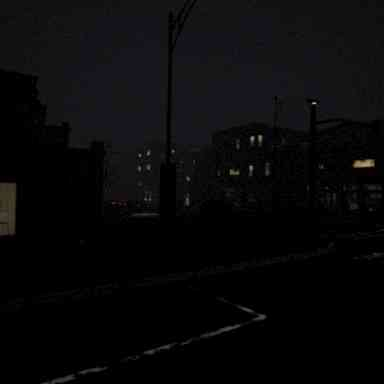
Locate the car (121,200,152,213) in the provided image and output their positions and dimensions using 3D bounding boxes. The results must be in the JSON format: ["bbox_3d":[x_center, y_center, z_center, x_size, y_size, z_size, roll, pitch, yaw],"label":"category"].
[{"bbox_3d":[-7.145,1.827,44.051,2.097,1.767,4.553,2,-1,-35],"label":"car"}]

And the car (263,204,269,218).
[{"bbox_3d":[6.332,1.894,34.753,1.967,1.590,4.097,1,-1,-35],"label":"car"}]

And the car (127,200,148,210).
[{"bbox_3d":[-9.488,2.162,57.540,1.967,1.590,4.097,1,-1,-35],"label":"car"}]

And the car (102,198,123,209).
[{"bbox_3d":[-14.289,2.059,59.748,2.097,1.767,4.553,2,-1,-35],"label":"car"}]

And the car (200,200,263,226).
[{"bbox_3d":[2.614,1.531,25.419,2.192,1.841,5.009,1,-1,-35],"label":"car"}]

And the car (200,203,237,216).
[{"bbox_3d":[3.070,2.034,39.449,1.752,1.417,4.829,1,-1,-35],"label":"car"}]

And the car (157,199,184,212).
[{"bbox_3d":[-3.160,1.930,48.427,2.192,1.841,5.009,1,-1,-35],"label":"car"}]

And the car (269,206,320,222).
[{"bbox_3d":[9.495,1.966,30.193,1.947,1.339,4.313,1,-1,-35],"label":"car"}]

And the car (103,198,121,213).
[{"bbox_3d":[-10.042,1.871,43.647,1.967,1.590,4.097,1,-1,-35],"label":"car"}]

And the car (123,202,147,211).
[{"bbox_3d":[-8.911,2.218,52.087,1.895,1.301,4.718,2,-1,-34],"label":"car"}]

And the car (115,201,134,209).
[{"bbox_3d":[-12.653,2.357,62.096,1.802,1.307,4.206,1,-1,-35],"label":"car"}]

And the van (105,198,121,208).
[{"bbox_3d":[-15.816,2.169,66.657,1.690,1.788,3.998,1,-1,-35],"label":"van"}]
